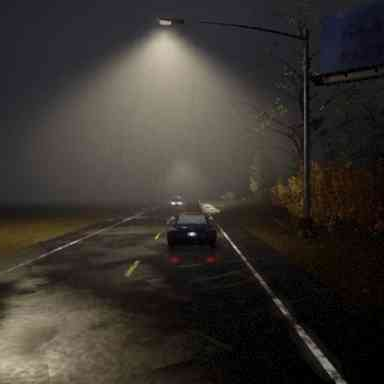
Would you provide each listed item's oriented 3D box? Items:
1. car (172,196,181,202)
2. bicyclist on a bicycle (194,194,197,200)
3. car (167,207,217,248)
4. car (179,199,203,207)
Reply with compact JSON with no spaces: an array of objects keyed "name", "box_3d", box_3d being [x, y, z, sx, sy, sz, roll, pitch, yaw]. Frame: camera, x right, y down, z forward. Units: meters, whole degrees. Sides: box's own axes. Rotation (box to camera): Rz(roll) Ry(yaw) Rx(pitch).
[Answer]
[{"name":"car","box_3d":[-3.500,1.535,75.945,1.895,1.301,4.718,0,0,0]},{"name":"bicyclist on a bicycle","box_3d":[0.952,1.421,95.103,0.866,1.612,1.509,0,0,0]},{"name":"car","box_3d":[0.000,1.572,14.650,1.994,1.385,4.181,0,0,0]},{"name":"car","box_3d":[0.000,1.533,29.650,1.812,1.442,4.674,0,0,0]}]
